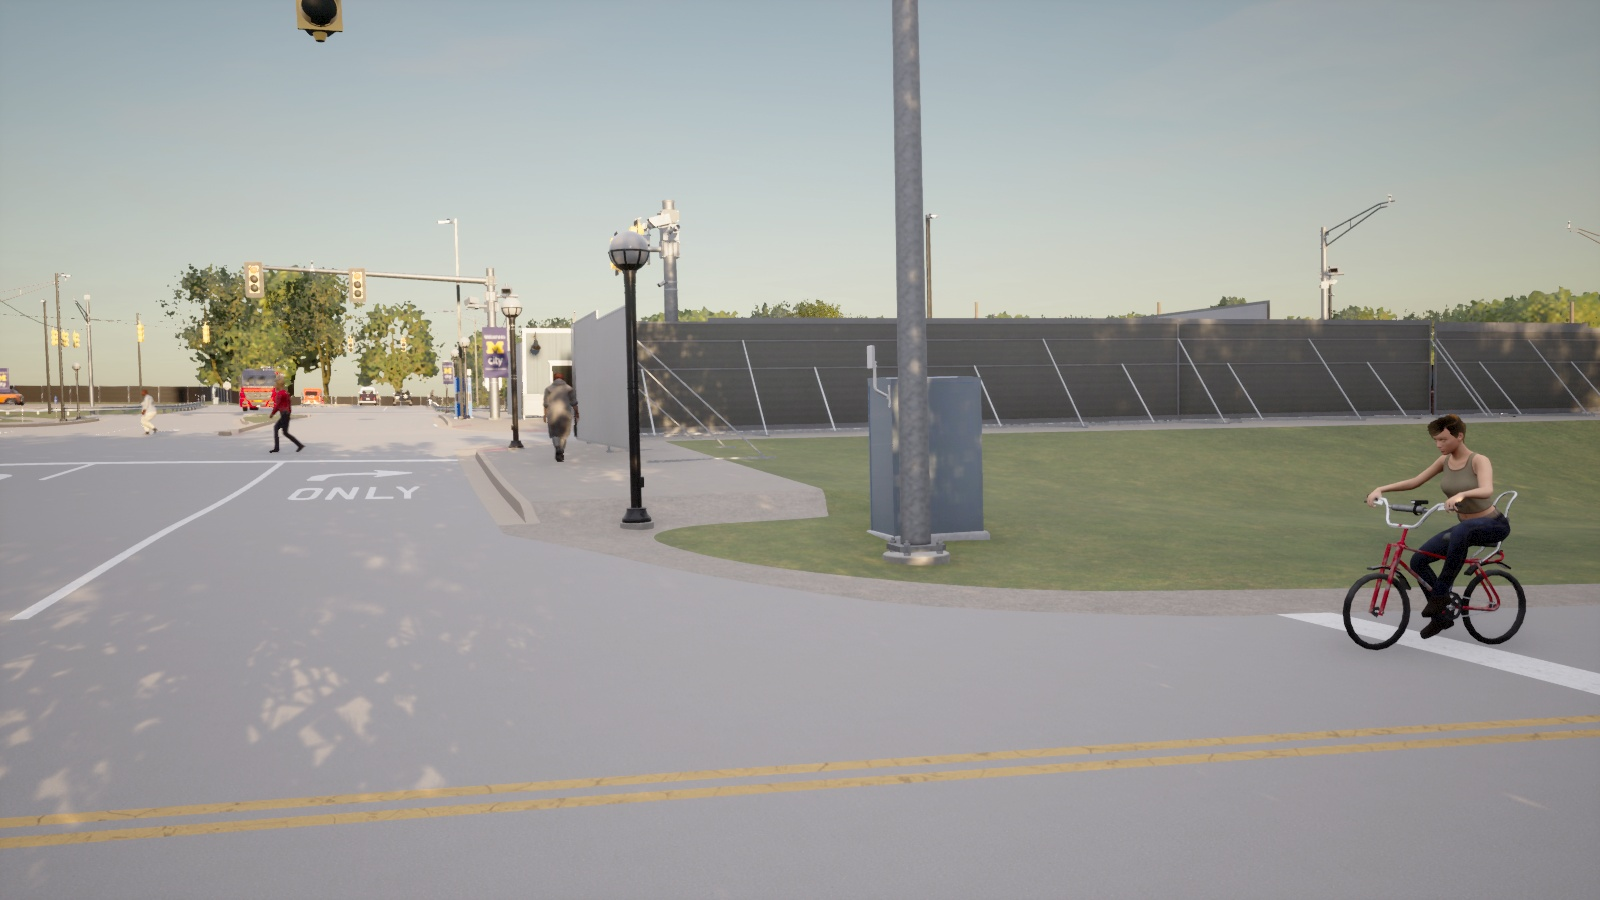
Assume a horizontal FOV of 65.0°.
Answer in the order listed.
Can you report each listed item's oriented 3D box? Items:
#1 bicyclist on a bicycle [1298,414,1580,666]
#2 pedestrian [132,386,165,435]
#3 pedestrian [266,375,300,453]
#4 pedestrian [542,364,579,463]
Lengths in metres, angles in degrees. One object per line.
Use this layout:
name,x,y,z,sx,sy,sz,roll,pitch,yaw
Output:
bicyclist on a bicycle,4.374,0.569,8.650,1.509,1.612,0.866,0,1,-14
pedestrian,-24.944,-1.515,48.081,0.900,1.855,0.874,-2,2,-15
pedestrian,-12.398,-0.870,30.109,0.636,1.846,0.331,-2,2,-8
pedestrian,-4.832,-0.733,25.326,0.659,1.952,0.873,-2,2,-13
